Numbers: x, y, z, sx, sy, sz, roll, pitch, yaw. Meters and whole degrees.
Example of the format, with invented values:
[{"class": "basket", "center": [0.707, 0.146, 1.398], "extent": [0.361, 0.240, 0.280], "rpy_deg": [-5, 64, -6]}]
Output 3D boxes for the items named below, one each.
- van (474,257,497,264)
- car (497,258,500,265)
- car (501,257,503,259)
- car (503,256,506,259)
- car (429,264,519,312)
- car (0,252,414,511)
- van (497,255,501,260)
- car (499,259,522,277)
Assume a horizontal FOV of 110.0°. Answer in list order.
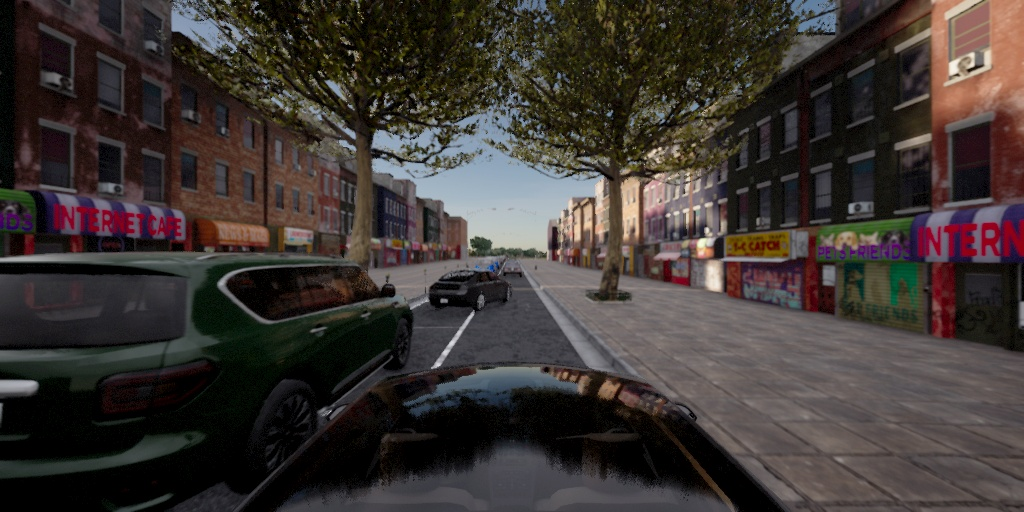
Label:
[{"class": "van", "center": [-2.669, 1.079, 35.039], "extent": [1.690, 1.789, 3.998], "rpy_deg": [0, 0, 0]}, {"class": "car", "center": [-2.674, 1.245, 40.587], "extent": [2.007, 1.370, 4.403], "rpy_deg": [0, 0, 0]}, {"class": "car", "center": [-2.685, 1.135, 51.680], "extent": [1.948, 1.339, 4.313], "rpy_deg": [0, 0, 0]}, {"class": "car", "center": [0.037, 1.084, 55.176], "extent": [1.994, 1.385, 4.181], "rpy_deg": [0, 1, 0]}, {"class": "car", "center": [-1.514, 1.293, 14.672], "extent": [1.837, 1.490, 4.892], "rpy_deg": [1, 1, 20]}, {"class": "car", "center": [-2.984, 0.989, 4.672], "extent": [2.150, 2.045, 5.566], "rpy_deg": [0, 0, 0]}, {"class": "van", "center": [-2.679, 0.979, 46.133], "extent": [1.690, 1.789, 3.998], "rpy_deg": [0, 0, 0]}, {"class": "car", "center": [0.055, 1.279, 36.011], "extent": [2.033, 1.411, 5.357], "rpy_deg": [0, 0, 0]}]
